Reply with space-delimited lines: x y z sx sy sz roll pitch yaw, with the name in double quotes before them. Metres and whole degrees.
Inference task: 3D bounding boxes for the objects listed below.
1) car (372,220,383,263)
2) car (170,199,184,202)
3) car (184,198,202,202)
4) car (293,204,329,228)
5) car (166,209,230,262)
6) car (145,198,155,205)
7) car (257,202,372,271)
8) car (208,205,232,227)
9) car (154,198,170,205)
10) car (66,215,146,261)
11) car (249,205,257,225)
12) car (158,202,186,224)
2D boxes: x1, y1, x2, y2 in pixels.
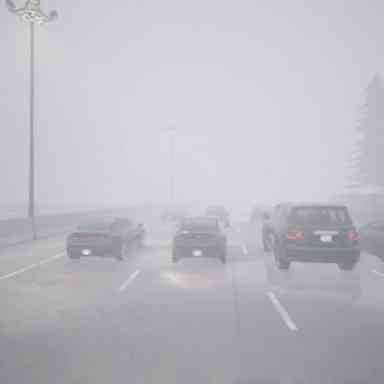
"car" 7.373 1.691 12.235 1.994 1.385 4.181 0 -1 5
"car" -2.433 2.281 71.291 1.994 1.385 4.181 0 -1 23
"car" 0.667 2.067 69.643 2.097 1.767 4.553 0 -1 23
"car" 9.017 1.770 25.653 1.837 1.490 4.892 0 0 10
"car" 0.382 1.638 12.653 1.837 1.490 4.892 0 0 5
"car" -8.589 2.119 74.673 2.097 1.767 4.553 0 -1 23
"car" 3.783 1.344 11.531 2.150 2.045 5.566 0 0 5
"car" 2.098 1.781 26.718 1.837 1.490 4.892 0 0 10
"car" -5.513 2.285 72.965 2.033 1.411 5.357 0 -1 23
"car" -3.112 1.640 12.866 1.837 1.490 4.892 0 0 5
"car" 5.697 1.753 26.900 1.882 1.535 5.008 0 0 11
"car" -1.286 1.809 27.645 1.812 1.442 4.674 0 0 11
